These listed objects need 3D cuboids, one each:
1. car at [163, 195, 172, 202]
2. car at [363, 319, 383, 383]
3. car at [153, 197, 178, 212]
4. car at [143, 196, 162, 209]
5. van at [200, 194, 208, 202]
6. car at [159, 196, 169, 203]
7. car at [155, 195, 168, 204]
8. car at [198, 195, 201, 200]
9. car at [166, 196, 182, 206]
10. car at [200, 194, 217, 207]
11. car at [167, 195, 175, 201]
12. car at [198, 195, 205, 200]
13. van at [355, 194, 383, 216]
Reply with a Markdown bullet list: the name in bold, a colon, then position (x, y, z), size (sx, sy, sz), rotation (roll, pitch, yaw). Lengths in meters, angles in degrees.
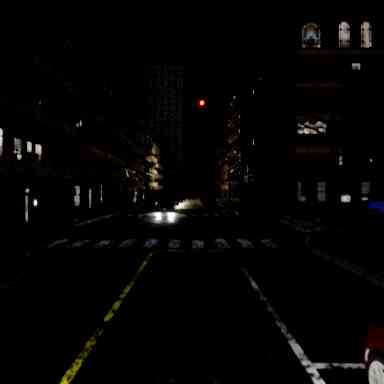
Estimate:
- **car**: position (-5.623, 1.538, 78.281), size (1.752, 1.417, 4.829), rotation (-1, 0, 0)
- **car**: position (2.682, 1.544, 1.799), size (1.887, 1.381, 4.507), rotation (0, 0, 0)
- **car**: position (-3.063, 1.594, 39.348), size (1.895, 1.301, 4.718), rotation (0, 0, 0)
- **car**: position (-5.655, 1.546, 45.284), size (2.008, 1.369, 4.403), rotation (0, 0, 0)
- **van**: position (2.756, 1.354, 78.437), size (1.690, 1.788, 3.998), rotation (-1, 0, 0)
- **car**: position (-5.634, 1.587, 67.396), size (1.802, 1.307, 4.206), rotation (-1, 0, 0)
- **car**: position (-5.640, 1.443, 61.867), size (1.967, 1.590, 4.097), rotation (-1, 0, 0)
- **car**: position (2.747, 1.556, 67.382), size (2.008, 1.369, 4.403), rotation (-1, 0, 0)
- **car**: position (-3.040, 1.503, 53.719), size (1.837, 1.490, 4.892), rotation (0, 0, 0)
- **car**: position (2.729, 1.438, 50.798), size (1.967, 1.590, 4.097), rotation (-1, 0, 0)
- **car**: position (-5.611, 1.604, 89.507), size (1.802, 1.307, 4.206), rotation (-1, 0, 0)
- **car**: position (2.774, 1.572, 95.022), size (1.887, 1.381, 4.507), rotation (-1, 0, 0)
- **van**: position (15.666, 1.027, 27.357), size (3.998, 1.788, 1.690), rotation (-1, 1, -1)
